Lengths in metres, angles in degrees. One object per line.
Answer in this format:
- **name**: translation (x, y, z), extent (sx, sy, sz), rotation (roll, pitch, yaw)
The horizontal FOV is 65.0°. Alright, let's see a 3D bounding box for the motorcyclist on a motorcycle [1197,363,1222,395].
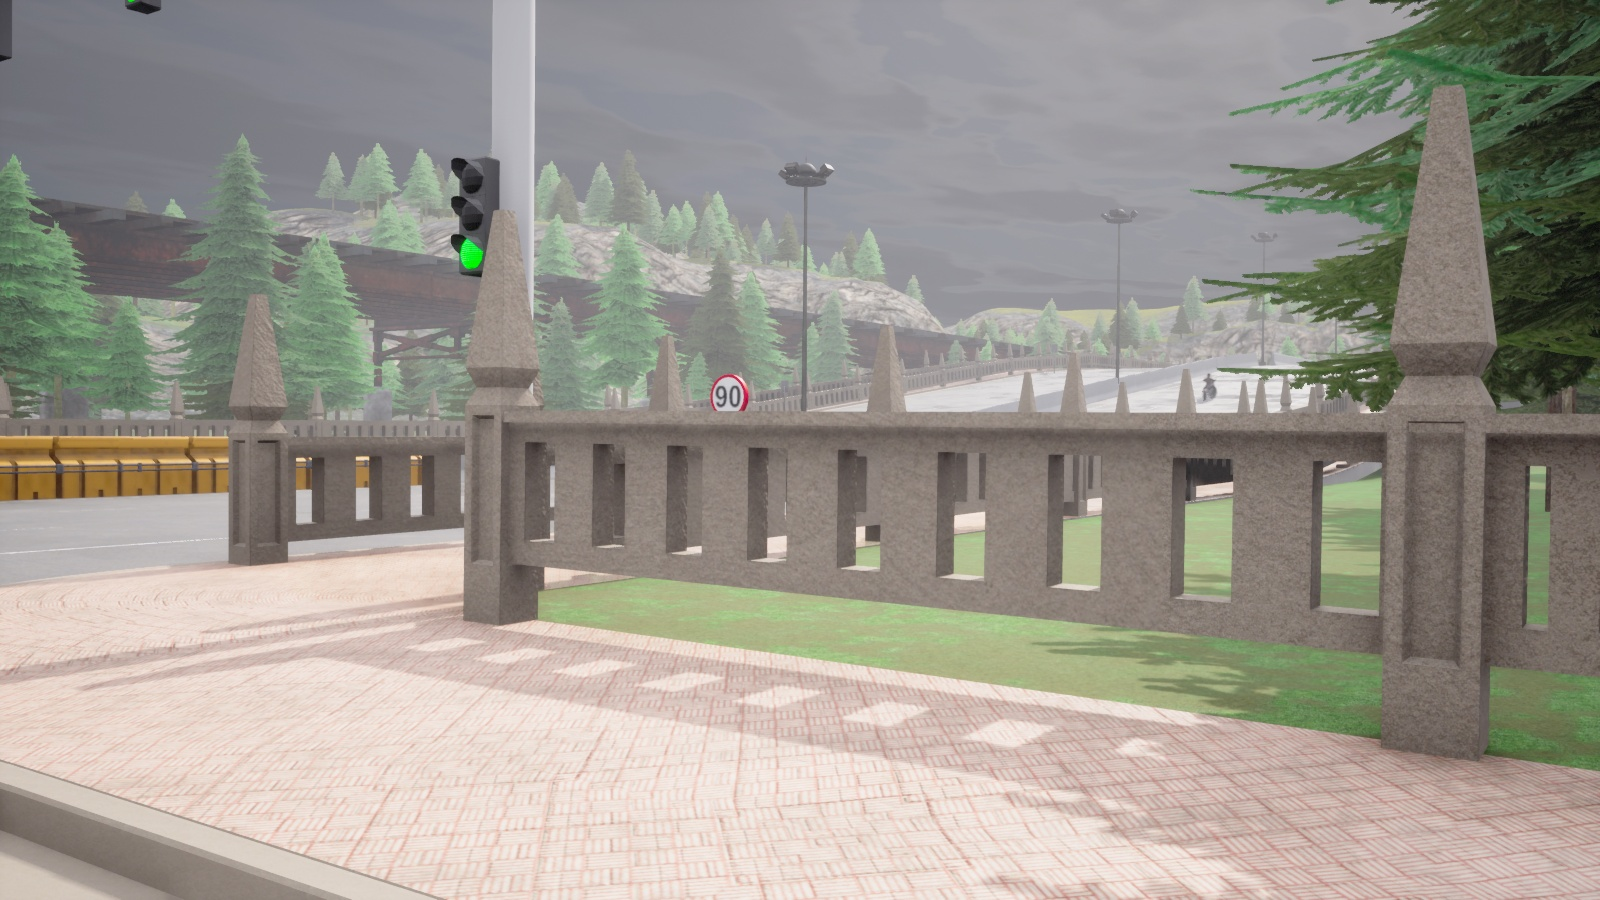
- **motorcyclist on a motorcycle**: translation (24.243, -4.214, 74.275), extent (0.766, 1.649, 2.350), rotation (0, 7, 34)
